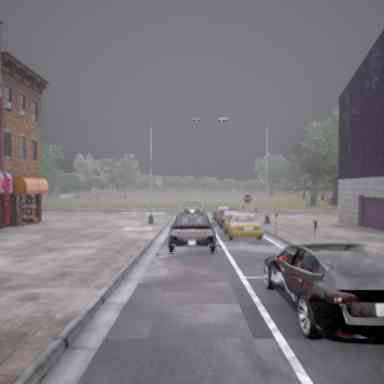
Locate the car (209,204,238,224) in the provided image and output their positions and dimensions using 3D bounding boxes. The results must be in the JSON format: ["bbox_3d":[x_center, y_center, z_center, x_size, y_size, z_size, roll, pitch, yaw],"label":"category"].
[{"bbox_3d":[2.625,1.821,28.646,2.008,1.369,4.403,-1,-1,0],"label":"car"}]

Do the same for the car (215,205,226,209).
[{"bbox_3d":[2.625,1.800,23.114,1.802,1.307,4.206,-1,-1,0],"label":"car"}]

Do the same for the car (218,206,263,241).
[{"bbox_3d":[2.624,1.693,17.751,1.752,1.417,4.829,-1,-1,0],"label":"car"}]

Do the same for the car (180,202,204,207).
[{"bbox_3d":[0.008,1.624,29.065,2.097,1.767,4.553,0,-1,0],"label":"car"}]

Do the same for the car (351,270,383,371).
[{"bbox_3d":[2.622,1.538,1.155,1.752,1.417,4.829,-1,-1,0],"label":"car"}]

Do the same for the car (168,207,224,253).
[{"bbox_3d":[0.008,1.627,14.301,2.128,1.511,4.902,0,0,0],"label":"car"}]

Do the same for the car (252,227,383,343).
[{"bbox_3d":[2.623,1.628,6.517,1.947,1.339,4.313,-1,-1,0],"label":"car"}]
